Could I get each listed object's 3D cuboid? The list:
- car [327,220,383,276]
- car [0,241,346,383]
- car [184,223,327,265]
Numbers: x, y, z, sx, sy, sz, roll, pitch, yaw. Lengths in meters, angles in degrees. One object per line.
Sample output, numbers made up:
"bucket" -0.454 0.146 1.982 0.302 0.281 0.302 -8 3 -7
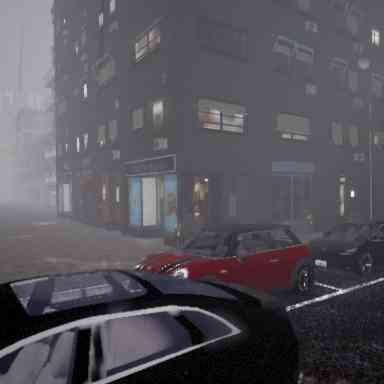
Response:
"car" 5.280 1.563 10.300 4.313 1.339 1.947 0 -1 -35
"car" -1.228 1.491 2.502 4.902 1.511 2.128 0 0 -35
"car" 0.709 1.439 7.063 4.097 1.590 1.967 0 -1 -35
